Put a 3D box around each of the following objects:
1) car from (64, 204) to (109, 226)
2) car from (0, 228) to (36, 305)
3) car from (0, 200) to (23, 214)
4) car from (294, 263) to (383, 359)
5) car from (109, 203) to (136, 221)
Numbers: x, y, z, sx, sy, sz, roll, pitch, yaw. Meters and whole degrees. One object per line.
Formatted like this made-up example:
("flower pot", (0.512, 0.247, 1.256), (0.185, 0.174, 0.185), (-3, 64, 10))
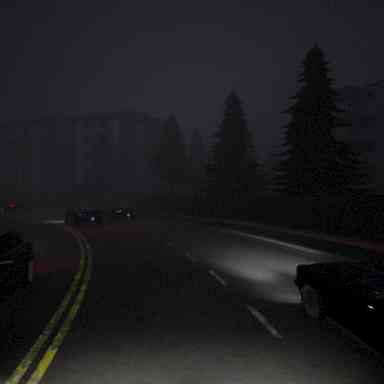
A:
("car", (-7.865, 1.597, 24.020), (1.812, 1.442, 4.674), (0, 0, -33))
("car", (-4.514, 1.526, 6.581), (1.837, 1.490, 4.892), (1, 0, -12))
("car", (-20.542, 1.604, 36.589), (4.902, 1.511, 2.128), (0, 0, 34))
("car", (3.170, 1.611, 4.484), (1.895, 1.301, 4.718), (0, 0, -7))
("car", (-6.289, 1.606, 27.770), (1.812, 1.442, 4.674), (0, 0, -36))
